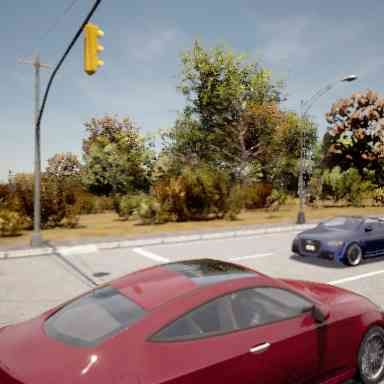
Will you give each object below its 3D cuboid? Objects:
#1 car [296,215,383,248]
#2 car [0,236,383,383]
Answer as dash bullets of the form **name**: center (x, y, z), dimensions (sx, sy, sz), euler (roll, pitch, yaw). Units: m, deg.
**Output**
- **car**: center (5.377, 1.499, 11.237), dimensions (4.181, 1.385, 1.994), euler (-1, 1, -30)
- **car**: center (0.333, 1.521, 3.746), dimensions (4.674, 1.442, 1.812), euler (0, 0, -34)
